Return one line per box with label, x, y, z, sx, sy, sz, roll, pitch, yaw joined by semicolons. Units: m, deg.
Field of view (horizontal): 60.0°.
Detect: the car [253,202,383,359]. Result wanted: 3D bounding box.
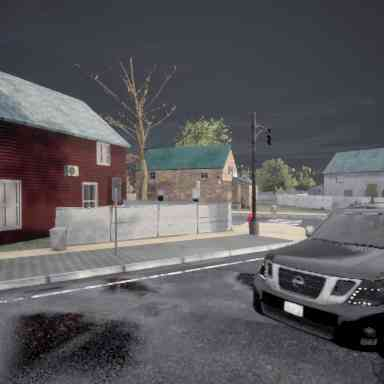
car;3.637;1.238;6.146;5.566;2.045;2.150;0;0;-35
